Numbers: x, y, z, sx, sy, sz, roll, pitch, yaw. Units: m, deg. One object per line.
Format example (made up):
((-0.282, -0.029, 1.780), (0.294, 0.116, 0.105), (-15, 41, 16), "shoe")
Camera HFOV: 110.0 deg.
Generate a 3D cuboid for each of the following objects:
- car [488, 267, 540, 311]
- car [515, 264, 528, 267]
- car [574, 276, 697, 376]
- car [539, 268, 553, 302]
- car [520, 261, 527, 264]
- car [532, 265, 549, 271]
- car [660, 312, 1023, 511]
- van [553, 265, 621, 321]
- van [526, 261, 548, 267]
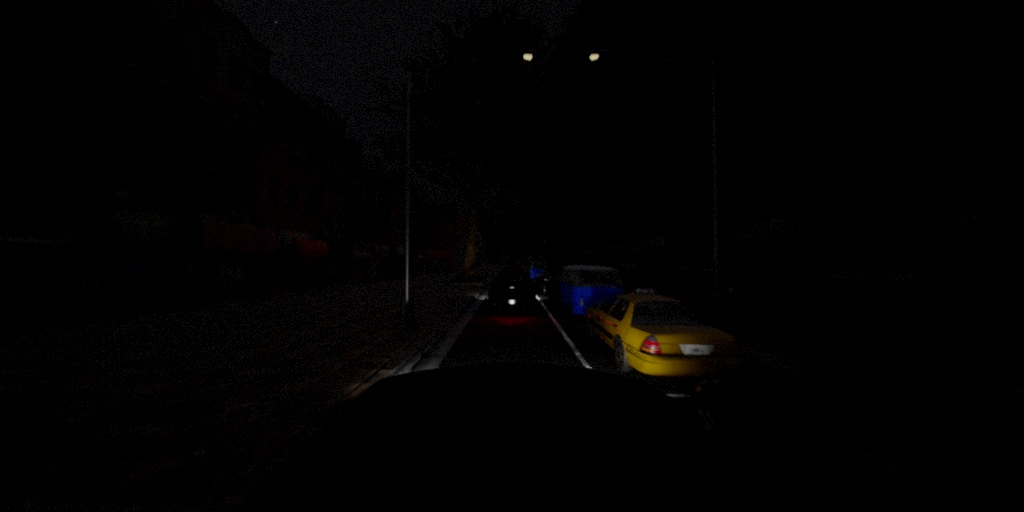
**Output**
((0.011, 1.407, 15.374), (1.837, 1.490, 4.892), (0, 0, 0), "car")
((-0.036, 1.611, 29.427), (2.033, 1.411, 5.357), (0, -1, 0), "car")
((2.652, 1.339, 7.480), (1.751, 1.417, 4.829), (0, 0, 0), "car")
((2.623, 1.501, 18.208), (1.948, 1.339, 4.313), (0, 0, 0), "car")
((2.626, 1.890, 58.733), (1.801, 1.575, 5.366), (0, -1, 0), "car")
((2.609, 1.548, 23.657), (2.007, 1.370, 4.403), (0, 0, 0), "car")
((2.667, 1.320, 1.861), (1.948, 1.339, 4.313), (0, 0, 0), "car")
((2.638, 1.214, 12.758), (1.690, 1.789, 3.998), (0, 0, 0), "van")
((2.579, 1.469, 34.554), (1.690, 1.789, 3.998), (0, 0, 0), "van")
